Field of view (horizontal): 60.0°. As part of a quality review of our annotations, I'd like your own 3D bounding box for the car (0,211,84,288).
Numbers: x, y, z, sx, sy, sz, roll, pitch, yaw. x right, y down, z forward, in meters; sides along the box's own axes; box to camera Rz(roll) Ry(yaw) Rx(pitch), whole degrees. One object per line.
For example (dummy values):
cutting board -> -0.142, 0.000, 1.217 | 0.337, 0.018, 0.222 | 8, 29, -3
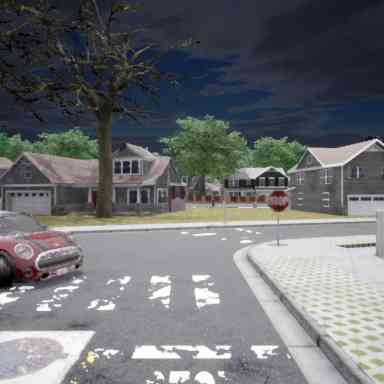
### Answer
car -> -5.215, 1.336, 9.192 | 4.553, 1.767, 2.097 | 1, 1, 25
